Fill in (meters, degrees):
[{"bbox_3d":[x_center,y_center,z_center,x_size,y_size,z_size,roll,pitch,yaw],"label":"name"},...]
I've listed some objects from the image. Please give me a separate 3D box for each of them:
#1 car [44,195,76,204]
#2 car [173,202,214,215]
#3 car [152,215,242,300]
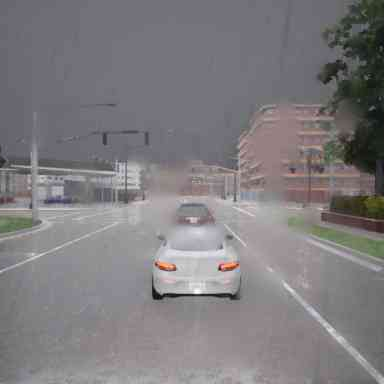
[{"bbox_3d":[-23.402,1.295,57.992,4.611,1.667,2.242,0,0,1],"label":"car"},{"bbox_3d":[0.074,1.352,17.269,2.097,1.767,4.553,0,0,0],"label":"car"},{"bbox_3d":[0.092,1.526,8.277,1.812,1.442,4.674,0,0,0],"label":"car"}]
